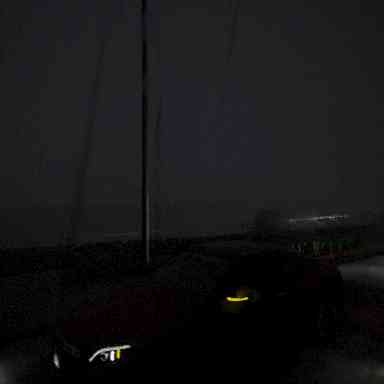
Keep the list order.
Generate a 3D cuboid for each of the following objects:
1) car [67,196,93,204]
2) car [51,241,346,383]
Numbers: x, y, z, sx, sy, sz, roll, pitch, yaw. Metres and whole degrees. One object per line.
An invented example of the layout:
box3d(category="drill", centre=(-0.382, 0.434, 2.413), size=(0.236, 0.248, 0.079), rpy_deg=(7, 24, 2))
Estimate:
box3d(category="car", centre=(-21.715, 1.496, 64.679), size=(4.892, 1.490, 1.837), rpy_deg=(0, 0, -36))
box3d(category="car", centre=(0.447, 1.519, 4.912), size=(4.674, 1.442, 1.812), rpy_deg=(0, 0, -36))
